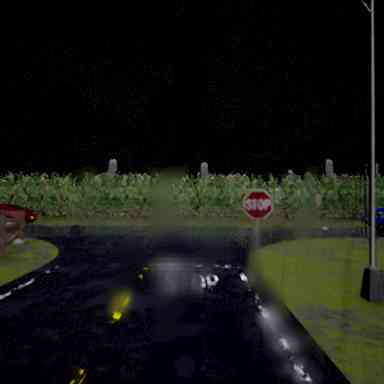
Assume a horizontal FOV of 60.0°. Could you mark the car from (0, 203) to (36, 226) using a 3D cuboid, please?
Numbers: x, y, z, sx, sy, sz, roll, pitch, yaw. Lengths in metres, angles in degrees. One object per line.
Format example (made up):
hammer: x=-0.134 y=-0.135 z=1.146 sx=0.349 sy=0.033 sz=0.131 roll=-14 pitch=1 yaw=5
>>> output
car: x=-12.926 y=1.500 z=21.914 sx=5.008 sy=1.535 sz=1.882 roll=0 pitch=-2 yaw=4

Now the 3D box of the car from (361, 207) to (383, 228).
car: x=14.212 y=1.450 z=21.816 sx=5.566 sy=2.045 sz=2.150 roll=0 pitch=-1 yaw=0
